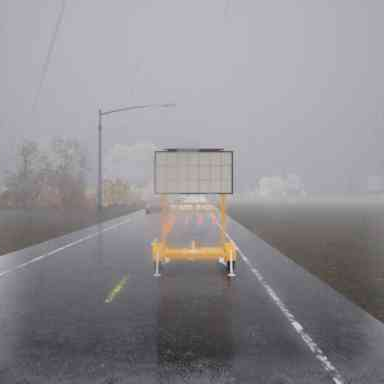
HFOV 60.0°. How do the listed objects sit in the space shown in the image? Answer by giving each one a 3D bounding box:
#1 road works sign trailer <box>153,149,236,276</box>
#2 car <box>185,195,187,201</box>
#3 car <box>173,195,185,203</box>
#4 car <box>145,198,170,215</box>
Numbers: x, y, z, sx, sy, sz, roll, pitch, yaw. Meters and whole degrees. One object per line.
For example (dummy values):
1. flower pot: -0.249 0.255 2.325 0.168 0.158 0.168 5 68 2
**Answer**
1. road works sign trailer: 0.054 0.469 10.320 2.380 3.560 2.880 0 0 -1
2. car: -2.456 1.549 90.360 1.882 1.535 5.008 0 0 1
3. car: -2.863 1.550 67.932 1.837 1.490 4.892 0 0 1
4. car: -3.399 1.371 33.590 2.097 1.767 4.553 0 0 1
